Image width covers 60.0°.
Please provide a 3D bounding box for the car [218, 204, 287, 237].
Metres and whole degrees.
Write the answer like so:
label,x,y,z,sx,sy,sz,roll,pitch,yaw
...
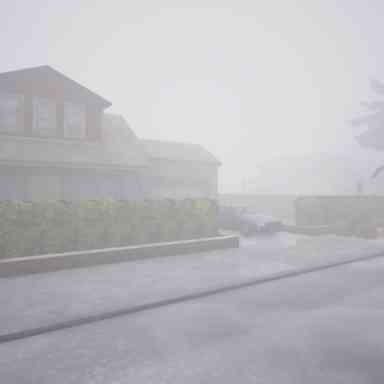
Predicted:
label,x,y,z,sx,sy,sz,roll,pitch,yaw
car,2.261,1.354,17.010,2.033,1.415,5.357,0,0,-33
